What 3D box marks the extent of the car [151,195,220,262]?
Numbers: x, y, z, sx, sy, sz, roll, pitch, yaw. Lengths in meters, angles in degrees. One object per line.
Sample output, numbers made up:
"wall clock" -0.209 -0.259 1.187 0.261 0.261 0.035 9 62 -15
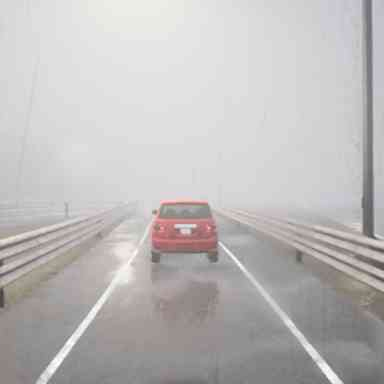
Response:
"car" -0.326 1.252 12.413 2.150 2.045 5.566 0 0 -3
